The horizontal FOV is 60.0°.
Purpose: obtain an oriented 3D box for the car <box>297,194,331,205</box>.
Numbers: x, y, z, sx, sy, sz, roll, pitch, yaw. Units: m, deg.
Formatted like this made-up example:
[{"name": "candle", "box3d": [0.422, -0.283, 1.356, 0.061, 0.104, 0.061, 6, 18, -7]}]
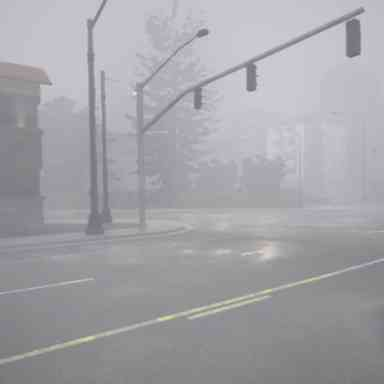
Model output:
[{"name": "car", "box3d": [14.773, 0.941, 41.394, 1.895, 1.301, 4.718, -2, 1, -35]}]
